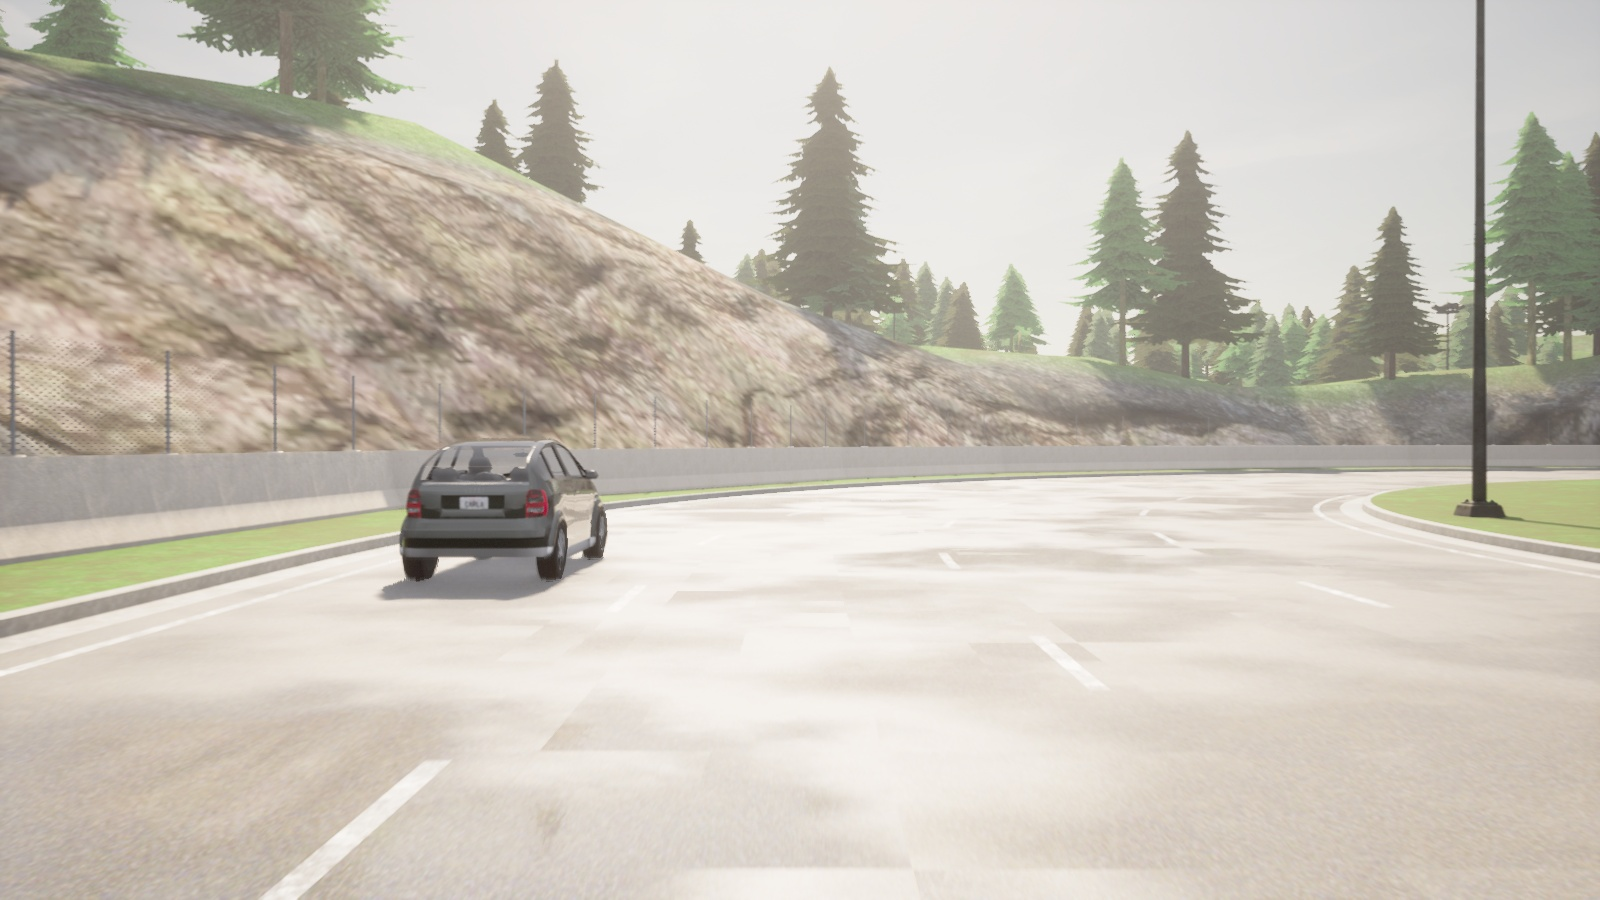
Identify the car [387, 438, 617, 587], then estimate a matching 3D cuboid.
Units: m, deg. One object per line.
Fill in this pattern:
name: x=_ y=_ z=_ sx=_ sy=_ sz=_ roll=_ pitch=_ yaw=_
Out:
car: x=-3.373 y=0.638 z=14.930 sx=1.789 sy=1.549 sz=3.705 roll=0 pitch=0 yaw=1
